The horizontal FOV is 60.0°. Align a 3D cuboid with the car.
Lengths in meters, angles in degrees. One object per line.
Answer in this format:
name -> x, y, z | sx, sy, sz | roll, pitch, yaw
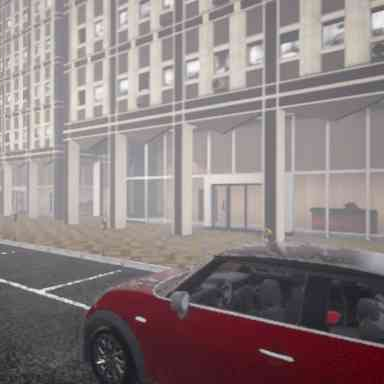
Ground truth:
car -> 0.798, 1.366, 3.776 | 4.553, 1.767, 2.097 | 0, 0, 35
